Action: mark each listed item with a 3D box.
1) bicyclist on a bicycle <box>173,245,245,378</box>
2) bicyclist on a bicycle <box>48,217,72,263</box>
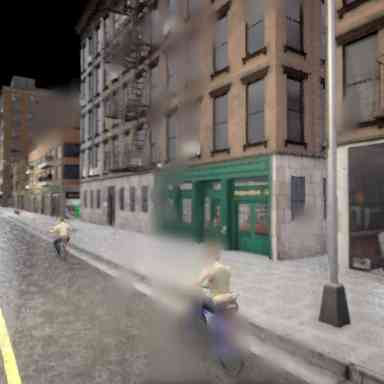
[{"bbox_3d":[0.225,1.546,4.652,0.866,1.612,1.509,1,-2,-33],"label":"bicyclist on a bicycle"},{"bbox_3d":[-4.805,1.719,12.243,0.866,1.612,1.509,1,-2,-33],"label":"bicyclist on a bicycle"}]
